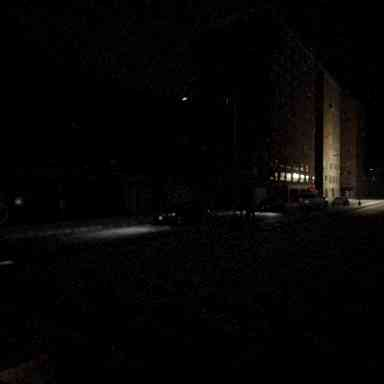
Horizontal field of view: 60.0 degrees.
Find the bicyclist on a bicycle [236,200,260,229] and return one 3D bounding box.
[{"bbox_3d":[3.056,1.264,18.716,1.656,1.620,0.582,0,0,36],"label":"bicyclist on a bicycle"}]

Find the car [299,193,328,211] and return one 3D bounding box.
[{"bbox_3d":[14.582,1.132,39.842,2.150,2.045,5.566,0,0,36],"label":"car"}]

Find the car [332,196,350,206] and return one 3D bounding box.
[{"bbox_3d":[23.241,1.425,51.966,1.812,1.442,4.674,0,0,36],"label":"car"}]

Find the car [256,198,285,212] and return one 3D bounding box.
[{"bbox_3d":[8.787,1.413,36.783,1.837,1.490,4.892,0,1,36],"label":"car"}]

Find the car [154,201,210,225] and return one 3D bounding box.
[{"bbox_3d":[-0.627,1.430,23.640,2.128,1.511,4.902,0,0,36],"label":"car"}]
